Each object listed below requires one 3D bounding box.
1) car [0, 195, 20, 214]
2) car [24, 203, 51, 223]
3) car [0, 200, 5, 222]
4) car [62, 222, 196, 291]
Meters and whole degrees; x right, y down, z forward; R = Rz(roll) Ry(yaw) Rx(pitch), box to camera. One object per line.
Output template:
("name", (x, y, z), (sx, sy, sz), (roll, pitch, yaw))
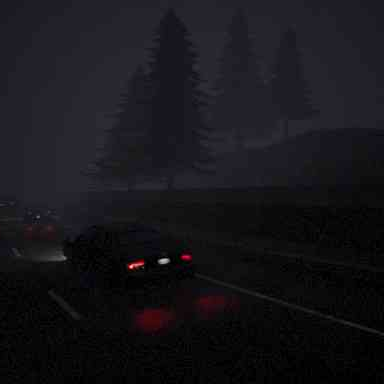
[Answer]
("car", (-20.869, 1.411, 37.502), (2.150, 2.045, 5.566), (-1, 0, -21))
("car", (-12.470, 1.630, 26.840), (1.812, 1.442, 4.674), (-1, 0, -27))
("car", (-15.012, 1.616, 24.151), (1.882, 1.535, 5.008), (-1, 0, -27))
("car", (-2.043, 1.554, 9.200), (2.033, 1.411, 5.357), (-1, 0, -35))
